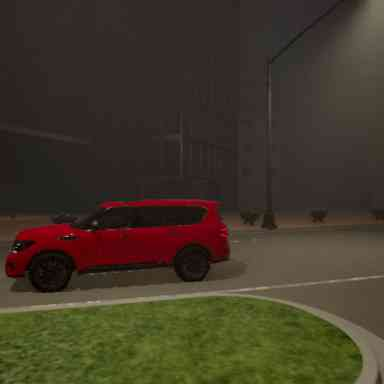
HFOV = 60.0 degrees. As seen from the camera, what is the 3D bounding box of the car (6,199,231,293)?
[{"bbox_3d":[-1.719,1.228,8.838,5.566,2.045,2.150,0,0,-16],"label":"car"}]
